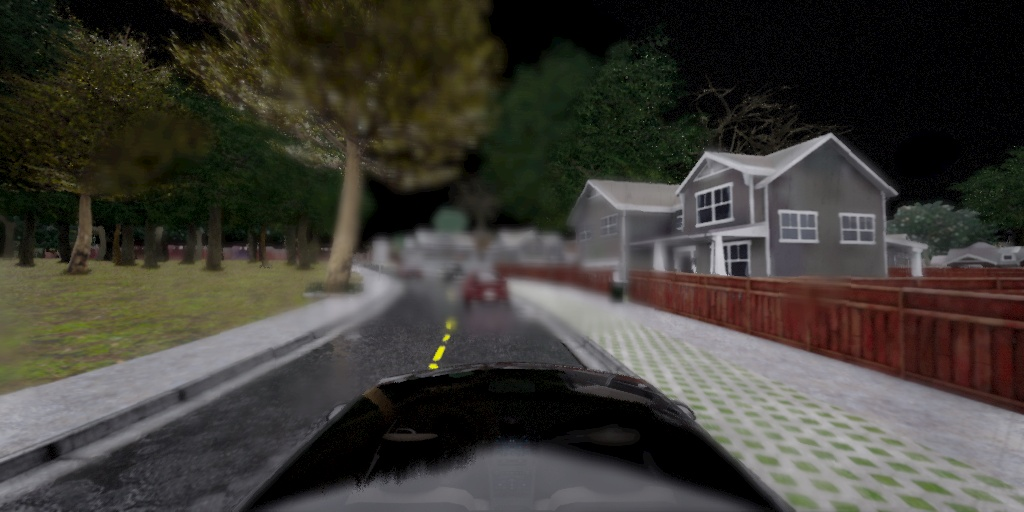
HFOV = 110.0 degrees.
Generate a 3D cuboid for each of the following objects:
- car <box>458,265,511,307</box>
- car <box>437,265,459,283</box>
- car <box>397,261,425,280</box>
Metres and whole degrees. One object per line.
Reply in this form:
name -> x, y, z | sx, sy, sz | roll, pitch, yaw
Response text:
car -> -1.295, 1.346, 16.281 | 1.882, 1.535, 5.008 | 1, 0, -10
car -> -5.087, 1.456, 30.272 | 1.837, 1.490, 4.892 | 1, 0, -21
car -> -9.620, 1.255, 34.025 | 2.097, 1.767, 4.553 | 1, 0, -23
